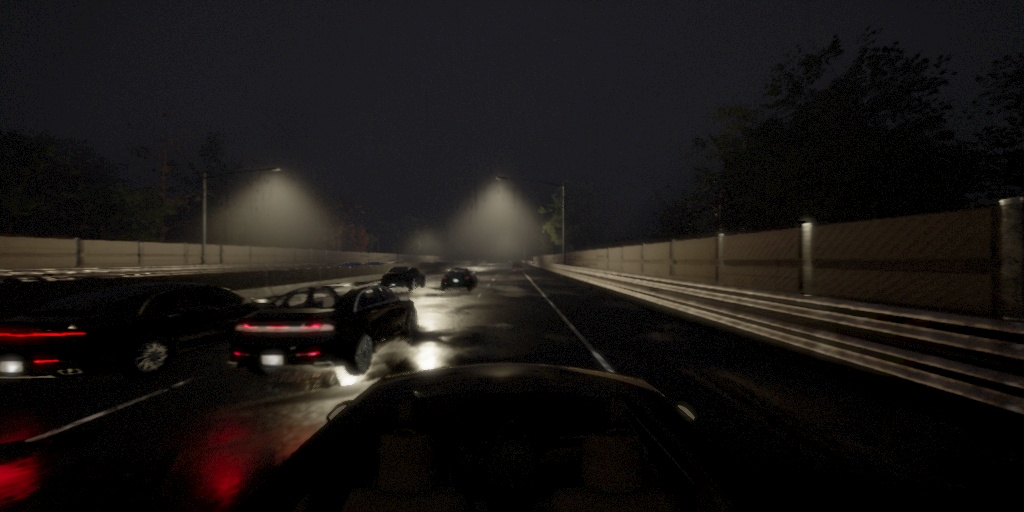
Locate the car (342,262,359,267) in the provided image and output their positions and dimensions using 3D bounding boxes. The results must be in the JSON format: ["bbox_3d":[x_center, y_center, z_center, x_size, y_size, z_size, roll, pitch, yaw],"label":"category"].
[{"bbox_3d":[-24.530,1.656,55.504,1.882,1.535,5.008,0,0,1],"label":"car"}]

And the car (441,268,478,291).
[{"bbox_3d":[-3.401,1.489,23.784,1.994,1.385,4.181,0,0,0],"label":"car"}]

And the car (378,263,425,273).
[{"bbox_3d":[-6.901,1.426,23.293,1.837,1.490,4.892,0,0,0],"label":"car"}]

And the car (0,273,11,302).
[{"bbox_3d":[-24.599,1.452,14.546,1.895,1.301,4.718,0,0,0],"label":"car"}]

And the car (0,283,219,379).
[{"bbox_3d":[-6.900,1.300,7.371,1.837,1.490,4.892,0,0,0],"label":"car"}]

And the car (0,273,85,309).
[{"bbox_3d":[-21.100,1.453,14.572,1.895,1.301,4.718,0,0,0],"label":"car"}]

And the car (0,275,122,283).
[{"bbox_3d":[-17.600,1.453,14.599,1.895,1.301,4.718,0,0,0],"label":"car"}]

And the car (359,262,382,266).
[{"bbox_3d":[-21.042,1.651,54.821,1.882,1.535,5.008,0,0,1],"label":"car"}]

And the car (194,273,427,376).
[{"bbox_3d":[-3.401,1.288,7.526,2.128,1.511,4.902,0,0,0],"label":"car"}]
